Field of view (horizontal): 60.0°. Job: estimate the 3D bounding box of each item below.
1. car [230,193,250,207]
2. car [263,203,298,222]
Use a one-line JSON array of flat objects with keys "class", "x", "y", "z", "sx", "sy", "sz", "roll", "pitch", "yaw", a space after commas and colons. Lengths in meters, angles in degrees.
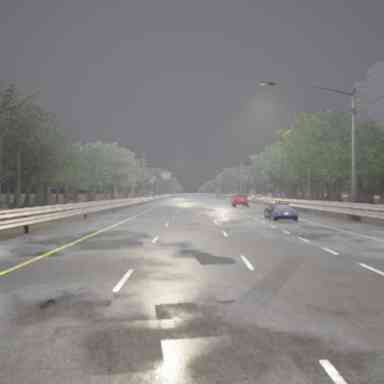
[{"class": "car", "x": 7.083, "y": 1.241, "z": 50.027, "sx": 2.150, "sy": 2.045, "sz": 5.566, "roll": 0, "pitch": 0, "yaw": 0}, {"class": "car", "x": 7.036, "y": 1.568, "z": 26.714, "sx": 1.994, "sy": 1.385, "sz": 4.181, "roll": 0, "pitch": 0, "yaw": 0}]
